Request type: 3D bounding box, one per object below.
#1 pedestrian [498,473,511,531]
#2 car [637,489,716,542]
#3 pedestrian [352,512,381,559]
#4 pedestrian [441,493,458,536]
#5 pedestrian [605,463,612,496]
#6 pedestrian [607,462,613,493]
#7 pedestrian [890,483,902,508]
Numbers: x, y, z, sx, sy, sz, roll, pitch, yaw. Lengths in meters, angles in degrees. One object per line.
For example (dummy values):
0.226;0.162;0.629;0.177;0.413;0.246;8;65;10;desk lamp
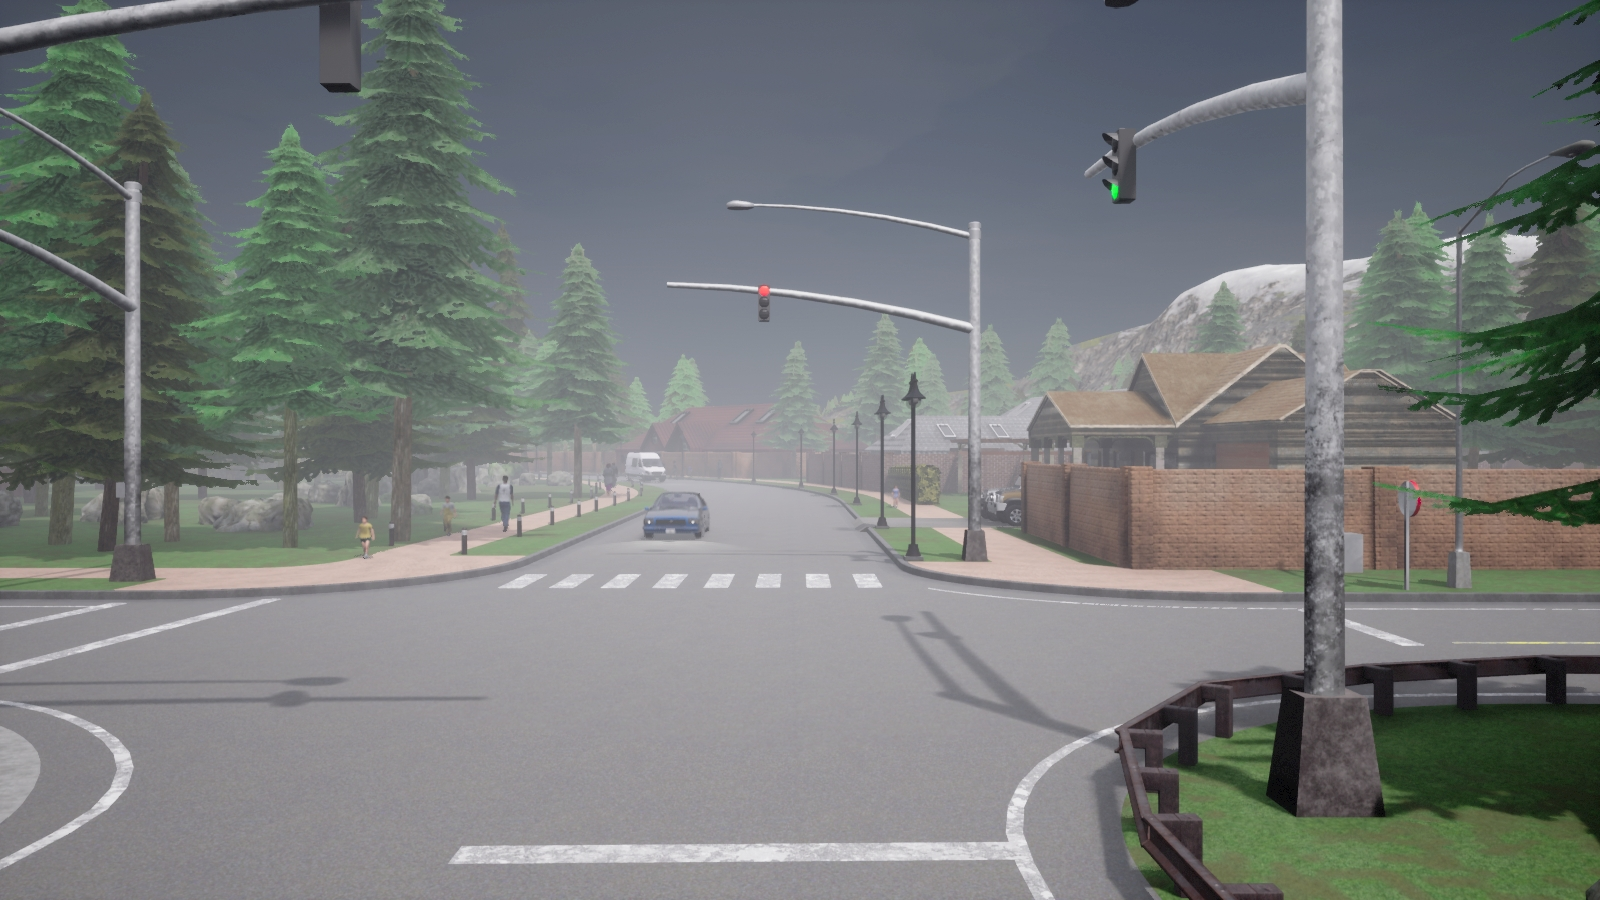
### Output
-9.476;1.664;36.638;0.375;1.860;0.375;0;0;-7;pedestrian
-3.942;2.072;37.304;2.033;1.411;5.357;0;0;0;car
-10.379;2.044;27.357;0.500;1.100;0.500;0;0;1;pedestrian
-10.597;1.943;34.540;0.375;1.300;0.375;0;0;5;pedestrian
-10.909;1.664;65.039;0.375;1.860;0.375;0;0;-8;pedestrian
-11.524;1.661;69.314;0.375;1.860;0.375;0;0;-8;pedestrian
4.295;2.046;51.255;0.500;1.100;0.500;0;0;-1;pedestrian
